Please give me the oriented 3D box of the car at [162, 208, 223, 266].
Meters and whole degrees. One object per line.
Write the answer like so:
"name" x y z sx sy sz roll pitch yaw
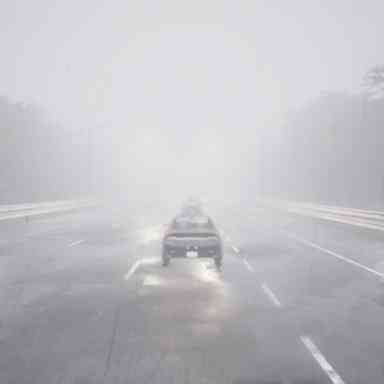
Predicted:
"car" 0.005 1.543 11.792 2.128 1.511 4.902 0 0 0

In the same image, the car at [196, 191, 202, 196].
"car" 0.745 0.888 78.145 2.128 1.511 4.902 0 1 2

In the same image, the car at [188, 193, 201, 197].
"car" 0.068 1.266 48.927 1.812 1.442 4.674 0 1 1

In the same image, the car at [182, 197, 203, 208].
"car" 0.013 1.499 30.882 1.812 1.442 4.674 0 1 0
